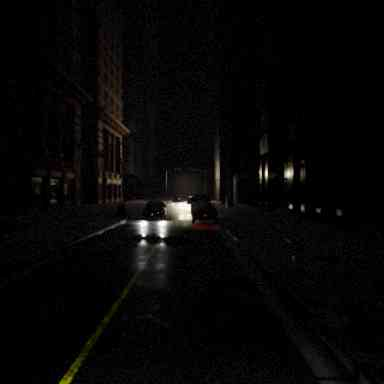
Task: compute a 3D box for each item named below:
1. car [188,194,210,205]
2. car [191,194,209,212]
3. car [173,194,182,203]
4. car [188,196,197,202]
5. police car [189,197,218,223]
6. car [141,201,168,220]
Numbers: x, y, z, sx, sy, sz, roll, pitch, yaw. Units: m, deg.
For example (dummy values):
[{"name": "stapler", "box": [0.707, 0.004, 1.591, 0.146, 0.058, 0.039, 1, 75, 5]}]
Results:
[{"name": "car", "box": [0.915, 1.248, 35.454, 2.150, 2.045, 5.566, 0, 0, 0]}, {"name": "car", "box": [0.917, 1.258, 41.455, 2.150, 2.045, 5.566, 0, 0, 0]}, {"name": "car", "box": [-2.971, 1.545, 68.630, 1.837, 1.490, 4.892, 0, 0, 0]}, {"name": "car", "box": [0.032, 1.542, 76.526, 2.033, 1.411, 5.357, 0, 0, 0]}, {"name": "police car", "box": [0.910, 1.434, 25.534, 1.930, 1.638, 5.238, 0, 0, 0]}, {"name": "car", "box": [-3.086, 1.517, 28.133, 1.837, 1.490, 4.892, 0, 0, 0]}]
